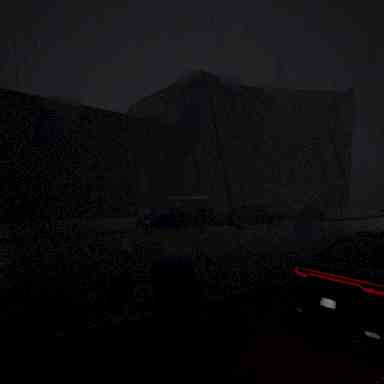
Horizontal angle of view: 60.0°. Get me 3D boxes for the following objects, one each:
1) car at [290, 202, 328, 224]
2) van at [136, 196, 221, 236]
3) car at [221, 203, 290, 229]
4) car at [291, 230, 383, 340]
[{"bbox_3d":[8.142,1.484,24.533,4.674,1.452,2.002,0,-2,-36],"label":"car"},{"bbox_3d":[-0.876,1.226,18.046,4.442,1.987,1.878,0,0,-36],"label":"van"},{"bbox_3d":[3.684,1.477,21.317,4.792,1.488,2.163,0,0,-36],"label":"car"},{"bbox_3d":[4.005,1.471,6.295,5.008,1.535,1.882,0,0,-35],"label":"car"}]
